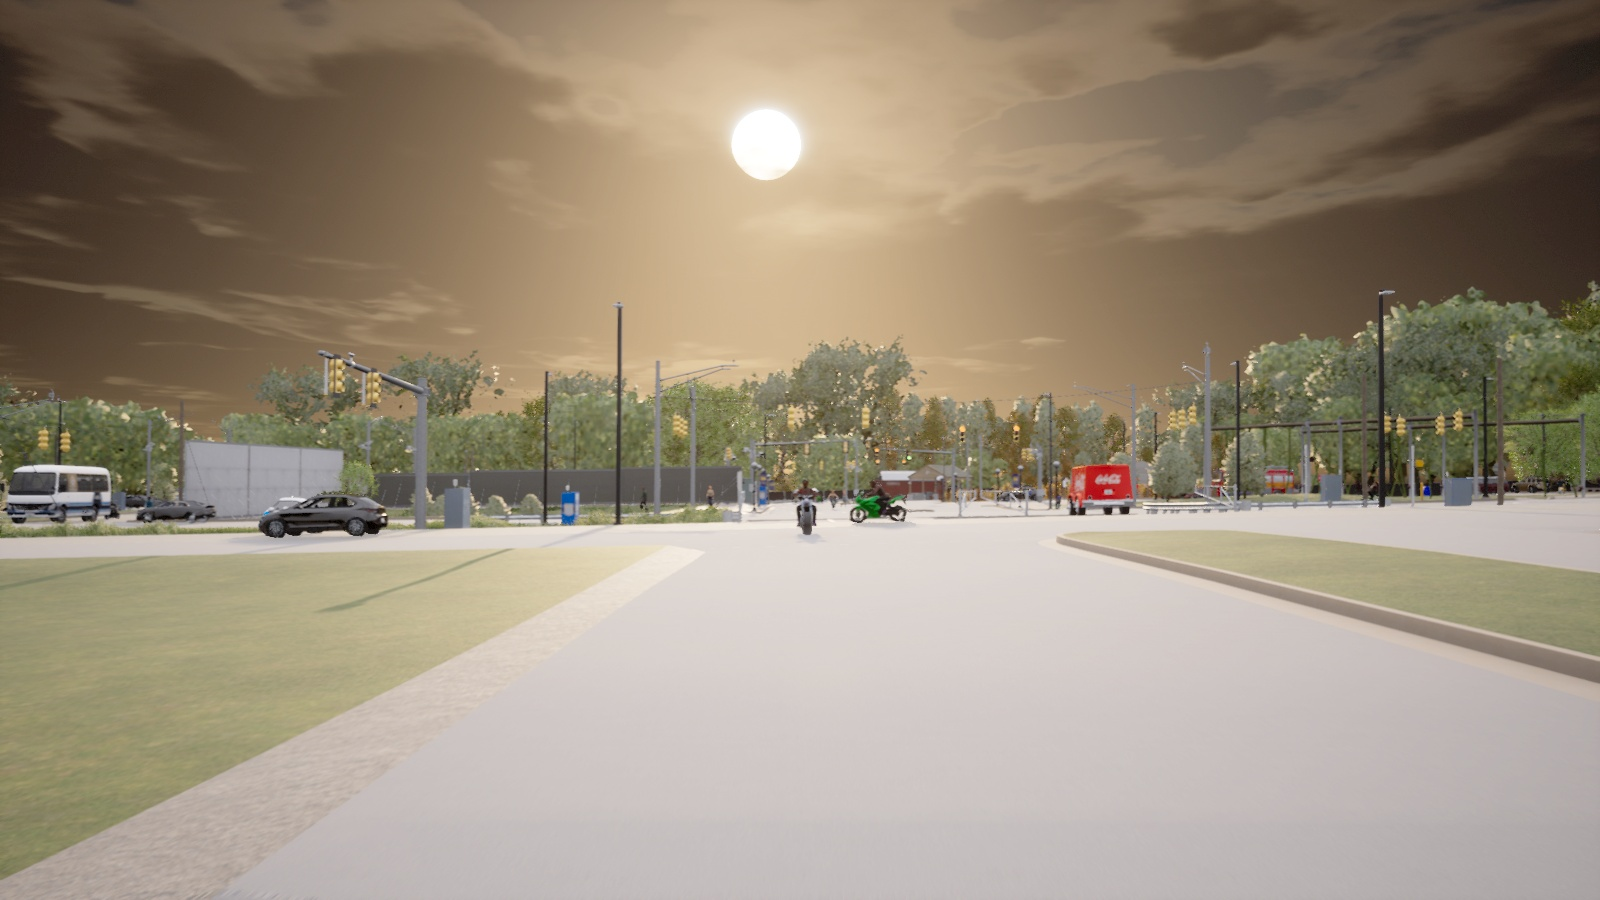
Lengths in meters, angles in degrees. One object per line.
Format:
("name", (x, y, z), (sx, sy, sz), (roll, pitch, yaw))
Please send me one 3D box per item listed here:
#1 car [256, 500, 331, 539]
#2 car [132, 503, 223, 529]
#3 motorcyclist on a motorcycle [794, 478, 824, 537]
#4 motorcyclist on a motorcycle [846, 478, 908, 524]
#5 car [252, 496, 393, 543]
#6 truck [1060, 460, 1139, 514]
("car", (-19.085, 2.614, 47.328), (2.207, 1.376, 1.481), (-1, -1, 0))
("car", (-40.597, 4.302, 82.007), (4.902, 1.511, 2.128), (-1, -1, 0))
("motorcyclist on a motorcycle", (0.245, 1.642, 36.364), (0.766, 1.649, 2.350), (-2, -1, -1))
("motorcyclist on a motorcycle", (2.685, 1.772, 43.854), (2.044, 1.523, 0.797), (-2, -1, 0))
("car", (-16.621, 2.418, 43.832), (4.193, 1.474, 1.816), (-2, -1, 0))
("truck", (14.888, 1.906, 62.683), (2.627, 2.467, 5.204), (-2, -3, 0))
